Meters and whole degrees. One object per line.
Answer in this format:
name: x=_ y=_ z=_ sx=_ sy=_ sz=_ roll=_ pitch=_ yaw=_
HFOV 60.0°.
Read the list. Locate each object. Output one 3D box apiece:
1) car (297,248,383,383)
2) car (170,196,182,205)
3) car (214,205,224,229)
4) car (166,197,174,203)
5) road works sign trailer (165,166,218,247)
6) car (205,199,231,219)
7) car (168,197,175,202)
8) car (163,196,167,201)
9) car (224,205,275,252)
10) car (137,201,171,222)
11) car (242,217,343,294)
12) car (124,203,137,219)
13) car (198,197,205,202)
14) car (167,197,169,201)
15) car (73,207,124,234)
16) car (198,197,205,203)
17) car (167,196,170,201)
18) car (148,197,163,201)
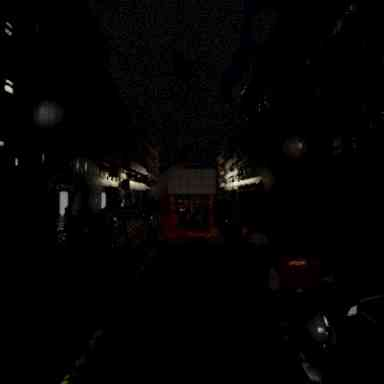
car: x=2.689 y=1.588 z=3.168 sx=1.947 sy=1.339 sz=4.313 roll=0 pitch=0 yaw=0
car: x=-3.037 y=1.980 z=70.596 sx=2.033 sy=1.411 sz=5.357 roll=0 pitch=0 yaw=0
car: x=2.681 y=1.686 z=20.076 sx=2.008 sy=1.369 sz=4.403 roll=0 pitch=0 yaw=0
car: x=-5.733 y=2.005 z=87.712 sx=1.967 sy=1.590 sz=4.097 roll=0 pitch=0 yaw=0
road works sign trailer: x=-0.009 y=0.570 z=15.579 sx=2.380 sy=3.560 sz=2.880 roll=0 pitch=0 yaw=0
car: x=2.676 y=1.524 z=31.351 sx=2.192 sy=1.841 sz=5.009 roll=0 pitch=0 yaw=0
car: x=-5.736 y=2.144 z=93.349 sx=1.887 sy=1.381 sz=4.507 roll=0 pitch=0 yaw=0
car: x=-5.716 y=1.668 z=53.896 sx=2.192 sy=1.841 sz=5.009 roll=0 pitch=0 yaw=0
car: x=2.684 y=1.538 z=14.442 sx=1.967 sy=1.590 sz=4.097 roll=0 pitch=0 yaw=0
car: x=-3.116 y=1.740 z=28.806 sx=2.033 sy=1.411 sz=5.357 roll=0 pitch=0 yaw=0
car: x=2.686 y=1.605 z=8.804 sx=1.887 sy=1.381 sz=4.507 roll=0 pitch=0 yaw=0
car: x=-5.705 y=1.733 z=31.178 sx=1.752 sy=1.417 sz=4.829 roll=0 pitch=0 yaw=0
car: x=2.644 y=2.144 z=93.348 sx=1.887 sy=1.381 sz=4.507 roll=0 pitch=0 yaw=0
car: x=-5.720 y=1.971 z=59.531 sx=1.802 sy=1.307 sz=4.206 roll=0 pitch=0 yaw=0
car: x=-5.700 y=1.701 z=20.075 sx=1.947 sy=1.339 sz=4.313 roll=0 pitch=0 yaw=0
car: x=2.650 y=2.056 z=82.246 sx=1.752 sy=1.417 sz=4.829 roll=0 pitch=0 yaw=0
car: x=-5.729 y=1.845 z=82.077 sx=2.192 sy=1.841 sz=5.009 roll=0 pitch=0 yaw=0
car: x=-5.714 y=1.758 z=48.259 sx=1.967 sy=1.590 sz=4.097 roll=0 pitch=0 yaw=0
